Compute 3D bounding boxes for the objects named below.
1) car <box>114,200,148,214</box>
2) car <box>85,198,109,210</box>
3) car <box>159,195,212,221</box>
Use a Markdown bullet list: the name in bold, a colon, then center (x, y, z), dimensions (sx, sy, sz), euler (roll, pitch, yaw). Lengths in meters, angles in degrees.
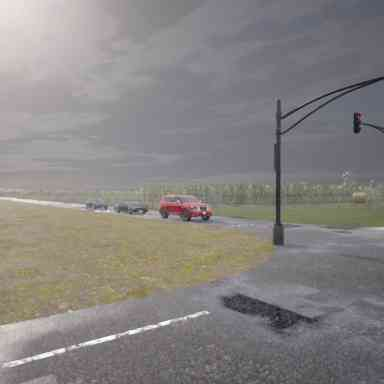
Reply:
- **car**: center (-6.713, 1.612, 36.052), dimensions (2.033, 1.411, 5.357), euler (0, 0, -36)
- **car**: center (-12.791, 1.588, 44.435), dimensions (1.837, 1.490, 4.892), euler (0, 0, -36)
- **car**: center (-0.677, 1.264, 27.750), dimensions (2.150, 2.045, 5.566), euler (0, 0, -36)
